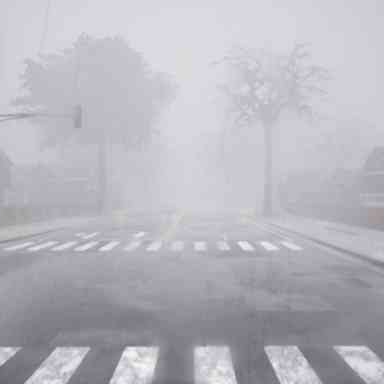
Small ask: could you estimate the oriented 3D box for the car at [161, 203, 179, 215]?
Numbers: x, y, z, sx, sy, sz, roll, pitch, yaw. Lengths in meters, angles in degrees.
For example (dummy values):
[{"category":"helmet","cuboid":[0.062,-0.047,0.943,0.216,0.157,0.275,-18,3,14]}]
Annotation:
[{"category":"car","cuboid":[-2.854,2.166,42.216,1.812,1.442,4.674,0,0,0]}]
